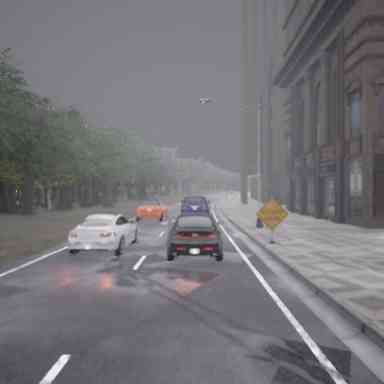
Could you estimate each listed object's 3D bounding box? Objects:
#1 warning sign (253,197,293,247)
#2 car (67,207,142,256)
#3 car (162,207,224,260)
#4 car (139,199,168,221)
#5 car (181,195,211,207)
[{"bbox_3d":[3.137,1.146,13.051,1.300,1.860,1.060,0,0,0],"label":"warning sign"},{"bbox_3d":[-3.367,1.553,13.153,1.812,1.442,4.674,0,0,1],"label":"car"},{"bbox_3d":[0.122,1.534,12.503,1.837,1.490,4.892,0,0,1],"label":"car"},{"bbox_3d":[-3.173,1.390,27.396,2.097,1.767,4.553,0,0,2],"label":"car"},{"bbox_3d":[0.283,1.262,26.228,2.150,2.045,5.566,0,0,2],"label":"car"}]
